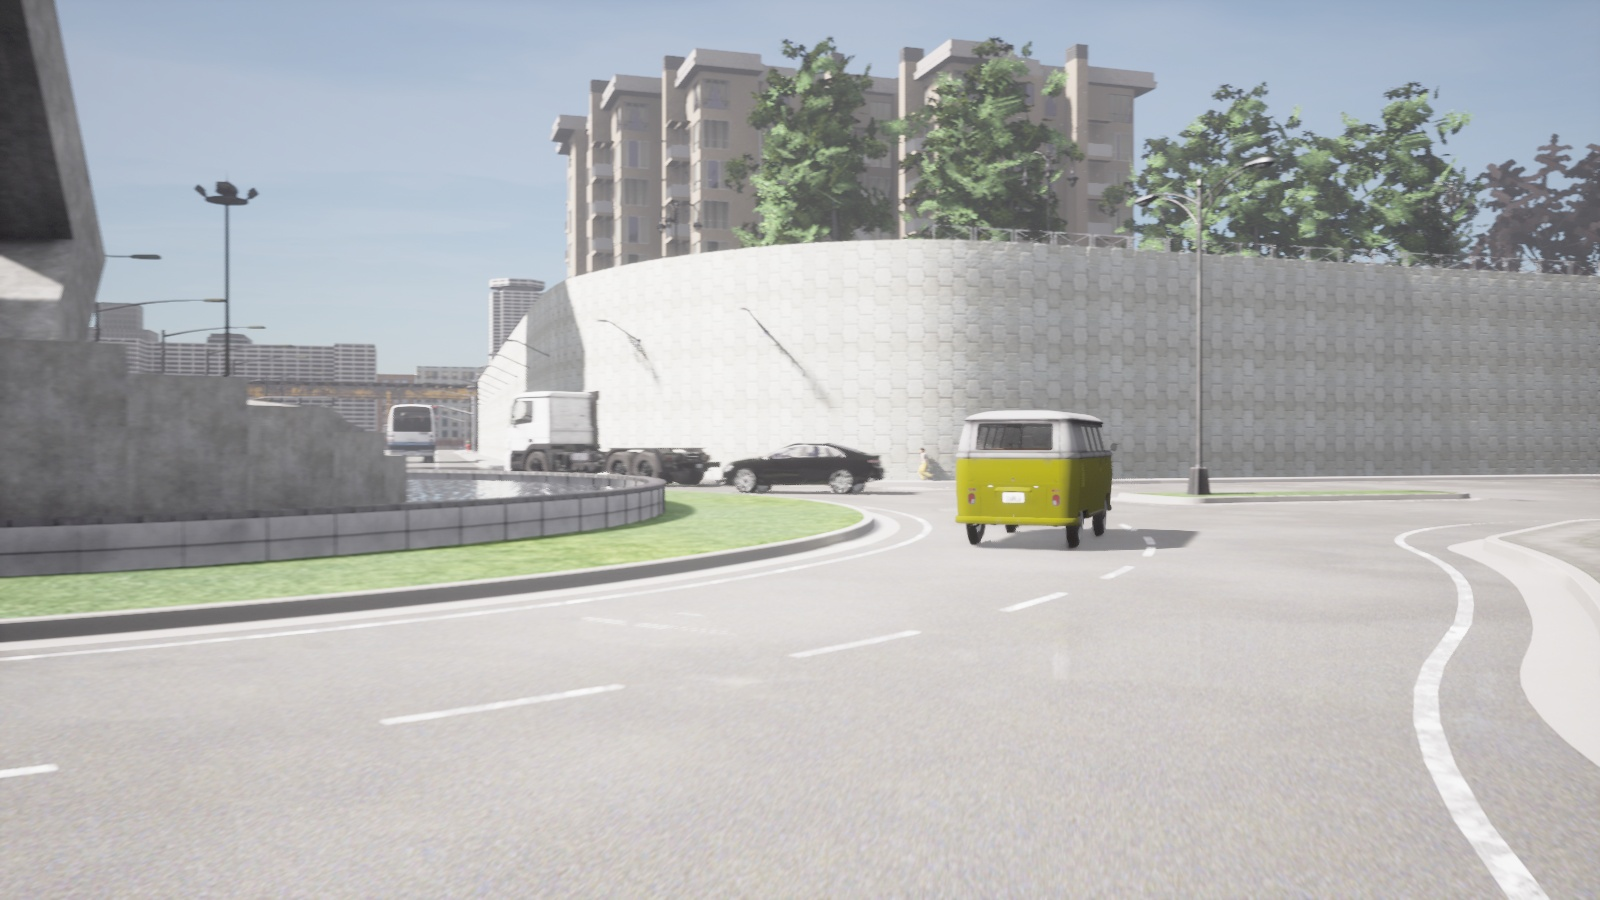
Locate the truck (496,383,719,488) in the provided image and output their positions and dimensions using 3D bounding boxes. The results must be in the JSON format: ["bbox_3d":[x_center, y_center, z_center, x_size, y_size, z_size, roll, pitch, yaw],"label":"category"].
[{"bbox_3d":[-6.966,-0.508,44.988,7.936,3.462,2.891,0,0,32],"label":"truck"}]

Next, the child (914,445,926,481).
[{"bbox_3d":[4.198,0.442,43.943,0.437,1.263,0.270,0,0,7],"label":"child"}]

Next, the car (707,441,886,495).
[{"bbox_3d":[-0.086,0.492,37.145,4.902,1.511,2.128,0,0,16],"label":"car"}]

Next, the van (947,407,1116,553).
[{"bbox_3d":[3.714,0.398,19.499,1.775,1.987,4.442,0,0,21],"label":"van"}]
